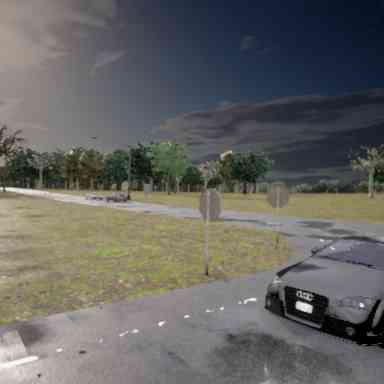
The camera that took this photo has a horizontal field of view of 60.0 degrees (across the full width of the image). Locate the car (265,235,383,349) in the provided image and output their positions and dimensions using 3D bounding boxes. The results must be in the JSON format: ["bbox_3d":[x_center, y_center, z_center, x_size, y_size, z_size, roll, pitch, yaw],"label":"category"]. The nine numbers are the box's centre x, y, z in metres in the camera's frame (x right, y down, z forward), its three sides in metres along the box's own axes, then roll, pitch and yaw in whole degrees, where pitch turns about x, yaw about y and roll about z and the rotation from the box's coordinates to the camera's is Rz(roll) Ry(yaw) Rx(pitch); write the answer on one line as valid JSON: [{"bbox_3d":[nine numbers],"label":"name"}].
[{"bbox_3d":[3.338,1.562,6.258,4.181,1.385,1.994,-1,0,-36],"label":"car"}]

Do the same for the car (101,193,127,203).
[{"bbox_3d":[-11.720,0.845,51.399,2.128,1.511,4.902,2,0,-35],"label":"car"}]

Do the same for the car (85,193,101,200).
[{"bbox_3d":[-17.536,0.760,59.572,1.895,1.301,4.718,2,0,-35],"label":"car"}]
